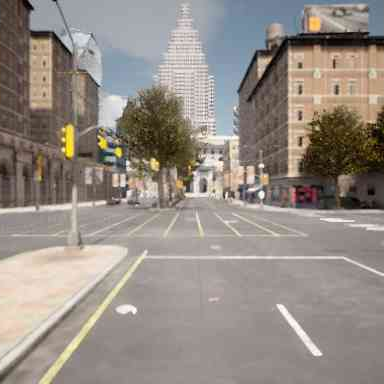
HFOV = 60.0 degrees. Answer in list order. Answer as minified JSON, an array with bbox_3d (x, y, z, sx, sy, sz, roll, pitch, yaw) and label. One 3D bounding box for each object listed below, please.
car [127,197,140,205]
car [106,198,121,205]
[{"bbox_3d":[-11.519,1.738,65.547,2.033,1.411,5.357,0,0,0],"label":"car"},{"bbox_3d":[-14.767,1.782,62.723,1.895,1.301,4.718,0,0,0],"label":"car"}]
